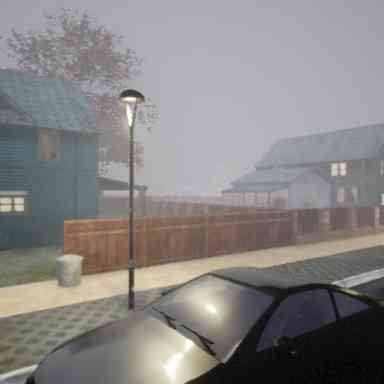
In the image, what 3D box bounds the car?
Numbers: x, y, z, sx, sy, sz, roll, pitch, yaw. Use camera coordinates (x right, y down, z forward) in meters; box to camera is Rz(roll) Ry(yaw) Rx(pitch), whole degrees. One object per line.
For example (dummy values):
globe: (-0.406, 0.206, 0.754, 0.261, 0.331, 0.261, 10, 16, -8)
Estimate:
car: (0.555, 1.572, 3.470, 4.181, 1.385, 1.994, 0, 0, -35)
